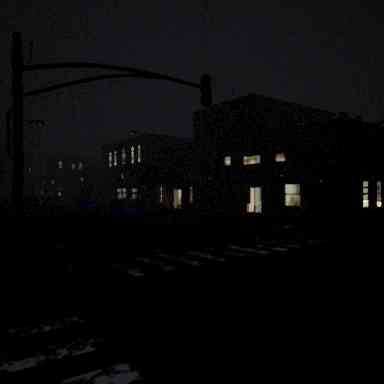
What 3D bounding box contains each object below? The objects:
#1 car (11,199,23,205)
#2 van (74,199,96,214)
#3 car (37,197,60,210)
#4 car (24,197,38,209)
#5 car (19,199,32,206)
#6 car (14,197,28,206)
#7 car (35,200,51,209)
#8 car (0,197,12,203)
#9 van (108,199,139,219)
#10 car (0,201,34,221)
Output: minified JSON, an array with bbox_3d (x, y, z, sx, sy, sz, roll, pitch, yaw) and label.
[{"bbox_3d":[-43.353,2.488,82.332,2.008,1.369,4.403,-2,0,-36],"label":"car"},{"bbox_3d":[-13.340,1.732,41.178,1.690,1.788,3.998,-2,0,-36],"label":"van"},{"bbox_3d":[-23.346,1.887,54.896,2.192,1.841,5.009,-2,0,-36],"label":"car"},{"bbox_3d":[-26.424,1.833,54.734,2.150,2.045,5.566,-1,0,-36],"label":"car"},{"bbox_3d":[-36.783,2.342,73.324,1.752,1.417,4.829,-2,0,-36],"label":"car"},{"bbox_3d":[-40.023,2.191,77.758,2.192,1.841,5.009,-2,0,-36],"label":"car"},{"bbox_3d":[-26.675,2.215,59.469,1.802,1.307,4.206,-2,0,-36],"label":"car"},{"bbox_3d":[-23.444,1.836,40.867,2.192,1.841,5.009,-2,0,-36],"label":"car"},{"bbox_3d":[-6.669,1.612,32.034,1.690,1.788,3.998,-2,0,-36],"label":"van"},{"bbox_3d":[-16.668,1.924,31.585,1.752,1.417,4.829,-2,0,-36],"label":"car"}]
